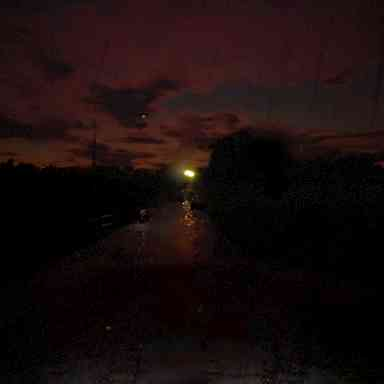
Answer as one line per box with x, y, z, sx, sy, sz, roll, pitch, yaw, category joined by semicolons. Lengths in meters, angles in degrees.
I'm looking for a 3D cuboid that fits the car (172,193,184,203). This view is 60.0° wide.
-2.807;1.205;66.830;2.150;2.045;5.566;0;1;0;car

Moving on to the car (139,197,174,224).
-2.868;1.508;26.553;2.097;1.767;4.553;0;0;0;car

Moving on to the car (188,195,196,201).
-0.059;1.310;77.856;1.895;1.301;4.718;0;1;0;car

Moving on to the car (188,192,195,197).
0.778;1.398;60.319;2.097;1.767;4.553;0;1;0;car

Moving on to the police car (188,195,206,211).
0.791;1.580;44.458;1.930;1.638;5.238;0;0;0;police car
